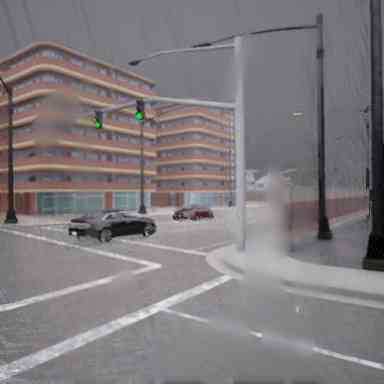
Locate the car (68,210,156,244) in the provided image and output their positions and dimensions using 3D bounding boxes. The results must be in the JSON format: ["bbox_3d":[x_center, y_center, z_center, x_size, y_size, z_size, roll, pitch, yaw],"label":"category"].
[{"bbox_3d":[-3.869,1.654,16.877,2.128,1.511,4.902,-1,-1,35],"label":"car"}]

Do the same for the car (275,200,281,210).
[{"bbox_3d":[13.458,1.752,47.698,1.812,1.442,4.674,-1,-1,35],"label":"car"}]

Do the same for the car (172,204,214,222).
[{"bbox_3d":[0.139,1.776,28.823,1.994,1.385,4.181,-1,-1,35],"label":"car"}]
